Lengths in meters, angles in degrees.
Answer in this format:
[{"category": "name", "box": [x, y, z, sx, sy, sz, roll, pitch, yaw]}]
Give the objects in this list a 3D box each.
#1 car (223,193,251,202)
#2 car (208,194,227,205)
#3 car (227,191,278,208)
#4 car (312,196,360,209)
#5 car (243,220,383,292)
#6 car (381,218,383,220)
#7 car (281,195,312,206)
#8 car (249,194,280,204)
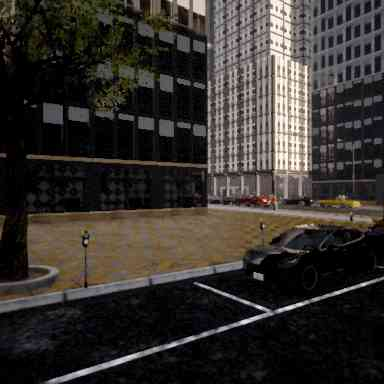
[{"category": "car", "box": [6.983, 0.856, 52.107, 1.947, 1.339, 4.313, 1, 0, -36]}, {"category": "car", "box": [3.537, 0.987, 42.619, 1.947, 1.339, 4.313, 1, 0, -36]}, {"category": "car", "box": [6.857, 0.841, 38.080, 2.192, 1.841, 5.009, 1, 0, -36]}, {"category": "car", "box": [16.897, 1.127, 38.685, 1.752, 1.417, 4.829, 1, 0, -36]}, {"category": "car", "box": [3.301, 1.564, 8.917, 4.313, 1.339, 1.947, 0, 0, -35]}, {"category": "car", "box": [7.572, 1.564, 11.963, 4.313, 1.339, 1.947, 0, 0, -36]}, {"category": "car", "box": [13.613, 1.066, 43.031, 1.947, 1.339, 4.313, 1, 0, -36]}, {"category": "car", "box": [10.298, 0.977, 47.569, 1.802, 1.307, 4.206, 1, 0, -36]}]
